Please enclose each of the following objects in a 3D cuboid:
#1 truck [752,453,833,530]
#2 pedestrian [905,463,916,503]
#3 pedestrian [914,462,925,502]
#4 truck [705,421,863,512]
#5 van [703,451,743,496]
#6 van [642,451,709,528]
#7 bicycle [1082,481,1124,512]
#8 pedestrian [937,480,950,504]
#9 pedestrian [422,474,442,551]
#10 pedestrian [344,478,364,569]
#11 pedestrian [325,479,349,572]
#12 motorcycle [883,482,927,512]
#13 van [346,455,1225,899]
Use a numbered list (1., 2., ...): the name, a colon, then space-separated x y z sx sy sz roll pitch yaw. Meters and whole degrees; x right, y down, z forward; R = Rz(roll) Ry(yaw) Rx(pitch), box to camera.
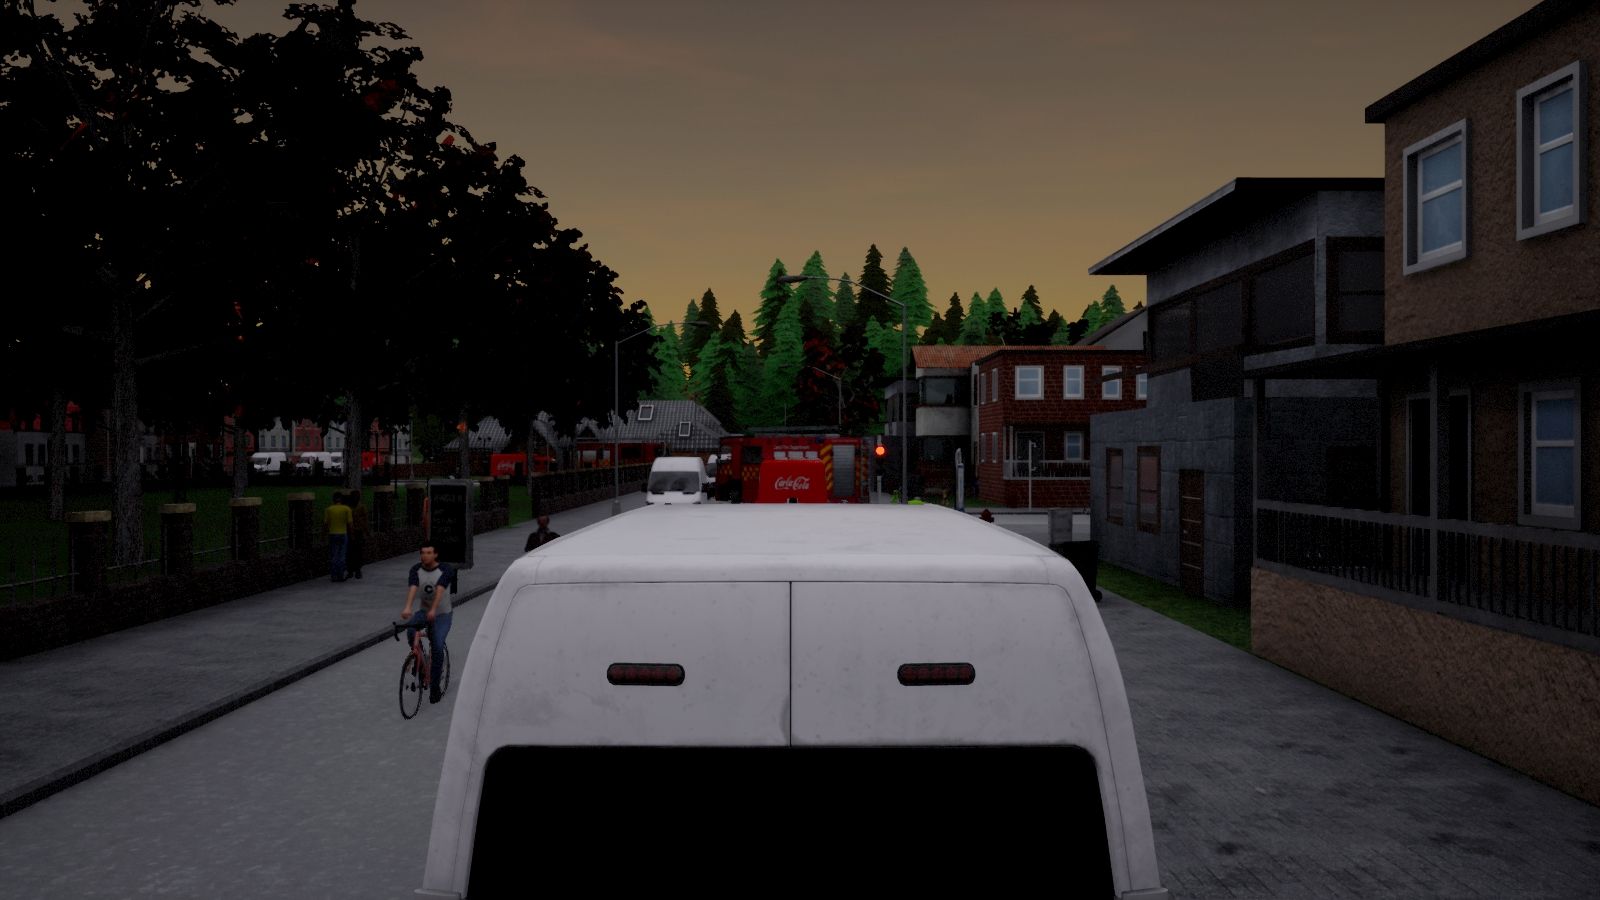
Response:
1. truck: -0.258 1.348 39.562 2.627 2.467 5.204 0 0 0
2. pedestrian: 5.085 1.516 52.590 0.375 1.860 0.375 0 0 -27
3. pedestrian: 5.637 1.517 53.903 0.375 1.860 0.375 0 0 -43
4. truck: -0.905 0.671 52.260 2.891 3.827 8.468 0 0 -36
5. van: -4.457 1.314 66.858 1.988 2.561 5.915 0 0 0
6. van: -4.409 1.314 41.156 1.988 2.561 5.915 0 0 -2
7. bicycle: 12.606 1.936 47.551 1.643 1.296 0.373 0 0 -1
8. pedestrian: 6.497 1.896 51.860 0.500 1.100 0.500 0 0 -4
9. pedestrian: -8.978 1.525 27.849 0.375 1.860 0.375 0 0 -2
10. pedestrian: -9.266 1.525 23.746 0.375 1.860 0.375 0 0 -23
11. pedestrian: -9.382 1.526 23.140 0.375 1.860 0.375 0 0 -8
12. motorcycle: 4.405 1.962 47.853 1.805 1.236 0.856 0 0 5
13. van: -0.041 1.314 5.541 1.988 2.561 5.915 0 0 0
